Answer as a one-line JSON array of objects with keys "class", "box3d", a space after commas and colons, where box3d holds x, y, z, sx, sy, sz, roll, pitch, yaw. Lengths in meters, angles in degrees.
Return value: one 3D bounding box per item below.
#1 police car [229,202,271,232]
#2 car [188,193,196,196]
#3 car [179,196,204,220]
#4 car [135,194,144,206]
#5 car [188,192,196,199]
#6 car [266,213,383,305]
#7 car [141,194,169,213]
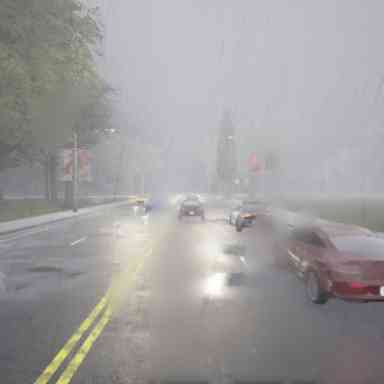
[{"class": "police car", "box3d": [3.249, 1.321, 18.786, 2.038, 1.542, 4.974, 0, 1, 0]}, {"class": "car", "box3d": [0.081, 1.150, 47.335, 1.895, 1.301, 4.718, 0, 1, 0]}, {"class": "car", "box3d": [-0.022, 1.277, 25.526, 1.812, 1.442, 4.674, 0, 1, 0]}, {"class": "car", "box3d": [-6.489, 1.048, 44.927, 1.882, 1.535, 5.008, 0, 0, 0]}, {"class": "car", "box3d": [-0.008, 0.849, 73.754, 1.812, 1.442, 4.674, 0, 0, 0]}, {"class": "car", "box3d": [3.249, 1.448, 7.786, 1.812, 1.442, 4.674, 0, 1, 0]}, {"class": "car", "box3d": [-3.330, 1.167, 32.104, 1.882, 1.535, 5.008, 0, 1, 0]}]
